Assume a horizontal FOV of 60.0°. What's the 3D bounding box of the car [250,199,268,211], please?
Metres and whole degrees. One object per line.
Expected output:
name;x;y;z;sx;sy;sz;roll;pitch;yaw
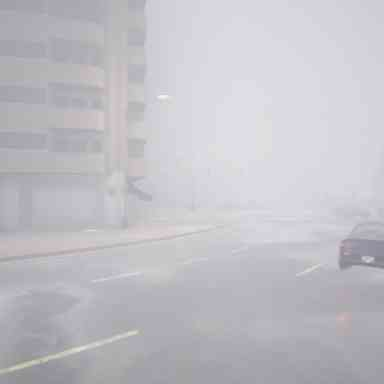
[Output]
car;9.142;1.808;47.134;2.128;1.511;4.902;0;-1;-12

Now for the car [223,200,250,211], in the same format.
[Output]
car;5.768;1.814;46.172;2.128;1.511;4.902;0;-1;-12

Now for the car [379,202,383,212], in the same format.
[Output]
car;17.104;1.358;26.907;2.150;2.045;5.566;0;0;11

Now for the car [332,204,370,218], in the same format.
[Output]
car;14.058;1.770;29.750;1.895;1.301;4.718;0;0;8

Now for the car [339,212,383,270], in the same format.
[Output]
car;5.998;1.583;10.456;1.812;1.442;4.674;0;0;38
